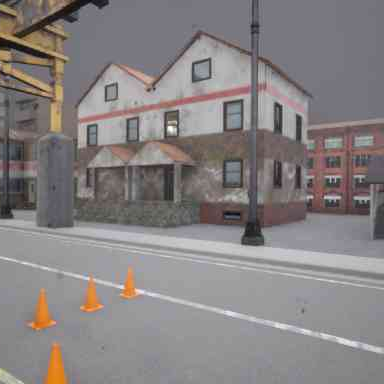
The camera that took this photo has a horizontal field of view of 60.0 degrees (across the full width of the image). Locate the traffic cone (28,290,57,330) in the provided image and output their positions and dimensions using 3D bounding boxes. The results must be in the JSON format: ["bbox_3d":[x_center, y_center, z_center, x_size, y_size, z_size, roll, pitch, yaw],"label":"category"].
[{"bbox_3d":[-2.528,1.949,5.617,0.340,0.580,0.340,0,0,36],"label":"traffic cone"}]

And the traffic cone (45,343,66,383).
[{"bbox_3d":[-1.492,1.952,3.636,0.340,0.580,0.340,0,0,36],"label":"traffic cone"}]

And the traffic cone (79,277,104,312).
[{"bbox_3d":[-1.943,1.949,6.428,0.340,0.580,0.340,0,0,36],"label":"traffic cone"}]

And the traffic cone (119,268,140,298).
[{"bbox_3d":[-1.358,1.949,7.239,0.340,0.580,0.340,0,0,36],"label":"traffic cone"}]
